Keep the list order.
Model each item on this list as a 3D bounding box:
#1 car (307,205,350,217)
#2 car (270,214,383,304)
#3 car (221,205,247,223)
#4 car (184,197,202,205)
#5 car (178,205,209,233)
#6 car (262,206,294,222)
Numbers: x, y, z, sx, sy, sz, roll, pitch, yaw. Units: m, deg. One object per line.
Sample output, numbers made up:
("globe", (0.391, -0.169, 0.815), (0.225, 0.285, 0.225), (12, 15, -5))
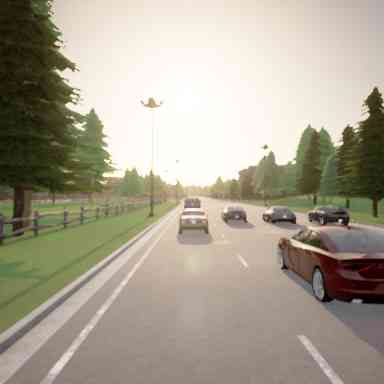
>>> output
("car", (10.597, 1.790, 26.170), (1.837, 1.490, 4.892), (0, 0, 0))
("car", (3.599, 1.570, 8.453), (1.882, 1.535, 5.008), (0, 0, 0))
("car", (3.587, 1.838, 28.825), (1.812, 1.442, 4.674), (0, 0, 0))
("car", (0.075, 1.694, 43.764), (2.150, 2.045, 5.566), (0, -1, 0))
("car", (0.098, 1.779, 21.333), (2.033, 1.411, 5.357), (0, -1, 0))
("car", (7.097, 1.861, 27.415), (1.994, 1.385, 4.181), (0, -1, 0))
